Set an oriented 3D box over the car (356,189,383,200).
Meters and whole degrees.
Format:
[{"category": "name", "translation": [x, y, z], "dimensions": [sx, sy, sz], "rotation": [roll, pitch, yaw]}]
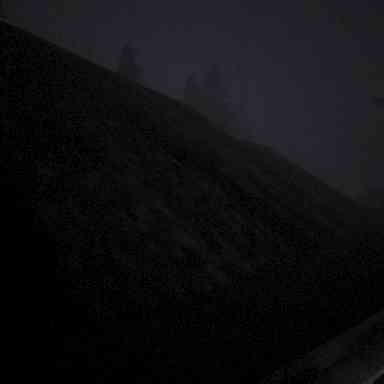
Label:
[{"category": "car", "translation": [25.891, 0.585, 48.081], "dimensions": [2.150, 2.045, 5.566], "rotation": [0, 0, 2]}]
